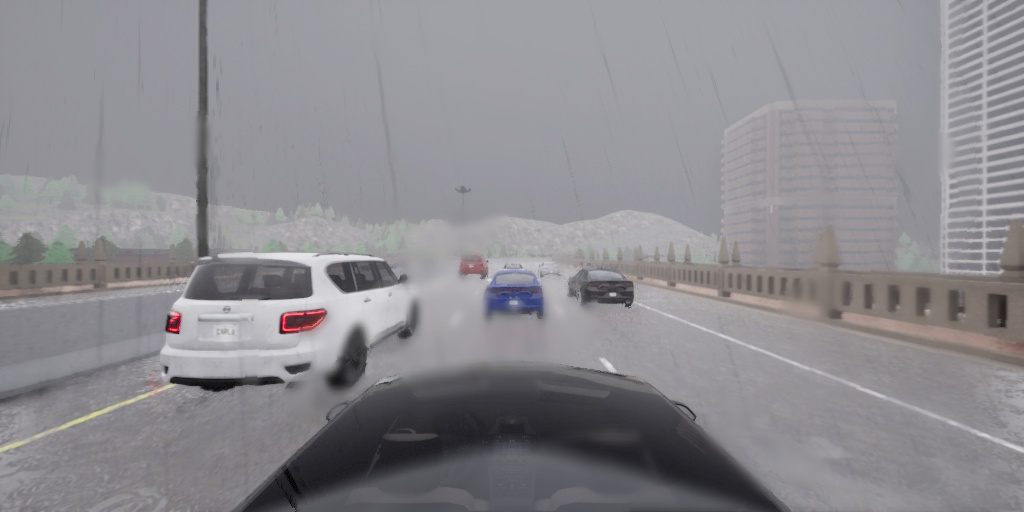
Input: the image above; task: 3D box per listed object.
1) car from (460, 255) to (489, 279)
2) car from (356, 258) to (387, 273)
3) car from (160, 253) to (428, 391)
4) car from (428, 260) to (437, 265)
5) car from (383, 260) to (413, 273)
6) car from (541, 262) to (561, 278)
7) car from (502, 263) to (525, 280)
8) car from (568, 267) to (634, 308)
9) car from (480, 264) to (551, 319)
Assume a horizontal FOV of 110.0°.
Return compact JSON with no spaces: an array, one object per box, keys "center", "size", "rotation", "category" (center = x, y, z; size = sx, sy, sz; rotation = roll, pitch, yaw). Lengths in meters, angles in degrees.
[{"center":[-3.389,0.964,32.941],"size":[2.150,2.045,5.566],"rotation":[0,0,0],"category":"car"},{"center":[-17.566,1.093,45.137],"size":[2.097,1.767,4.553],"rotation":[0,0,0],"category":"car"},{"center":[-3.410,0.971,6.930],"size":[2.150,2.045,5.566],"rotation":[0,0,0],"category":"car"},{"center":[-10.569,1.244,44.814],"size":[1.837,1.490,4.892],"rotation":[0,0,0],"category":"car"},{"center":[-14.074,1.289,44.592],"size":[2.033,1.411,5.357],"rotation":[0,0,0],"category":"car"},{"center":[3.598,1.267,34.314],"size":[1.812,1.442,4.674],"rotation":[0,0,0],"category":"car"},{"center":[0.110,1.344,32.120],"size":[1.895,1.301,4.718],"rotation":[0,0,0],"category":"car"},{"center":[3.605,1.224,15.281],"size":[1.882,1.535,5.008],"rotation":[0,0,0],"category":"car"},{"center":[0.105,1.225,12.809],"size":[1.882,1.535,5.008],"rotation":[0,0,0],"category":"car"}]
